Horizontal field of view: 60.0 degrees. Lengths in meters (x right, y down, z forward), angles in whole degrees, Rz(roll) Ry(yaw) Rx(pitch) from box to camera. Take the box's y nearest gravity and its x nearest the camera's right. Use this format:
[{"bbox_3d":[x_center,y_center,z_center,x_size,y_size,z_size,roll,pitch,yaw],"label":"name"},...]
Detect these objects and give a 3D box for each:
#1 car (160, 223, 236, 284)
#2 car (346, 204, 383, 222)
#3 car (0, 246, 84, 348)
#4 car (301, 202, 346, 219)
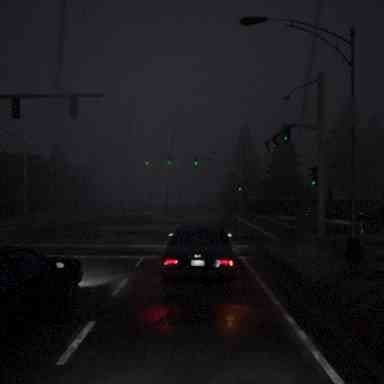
[{"bbox_3d":[0.229,1.609,9.764,2.033,1.411,5.357,0,0,2],"label":"car"},{"bbox_3d":[15.620,1.696,27.332,4.674,1.442,1.812,0,0,0],"label":"car"},{"bbox_3d":[-3.421,1.581,5.232,2.033,1.411,5.357,0,0,0],"label":"car"},{"bbox_3d":[12.671,1.694,30.858,4.892,1.490,1.837,-1,0,0],"label":"car"}]
